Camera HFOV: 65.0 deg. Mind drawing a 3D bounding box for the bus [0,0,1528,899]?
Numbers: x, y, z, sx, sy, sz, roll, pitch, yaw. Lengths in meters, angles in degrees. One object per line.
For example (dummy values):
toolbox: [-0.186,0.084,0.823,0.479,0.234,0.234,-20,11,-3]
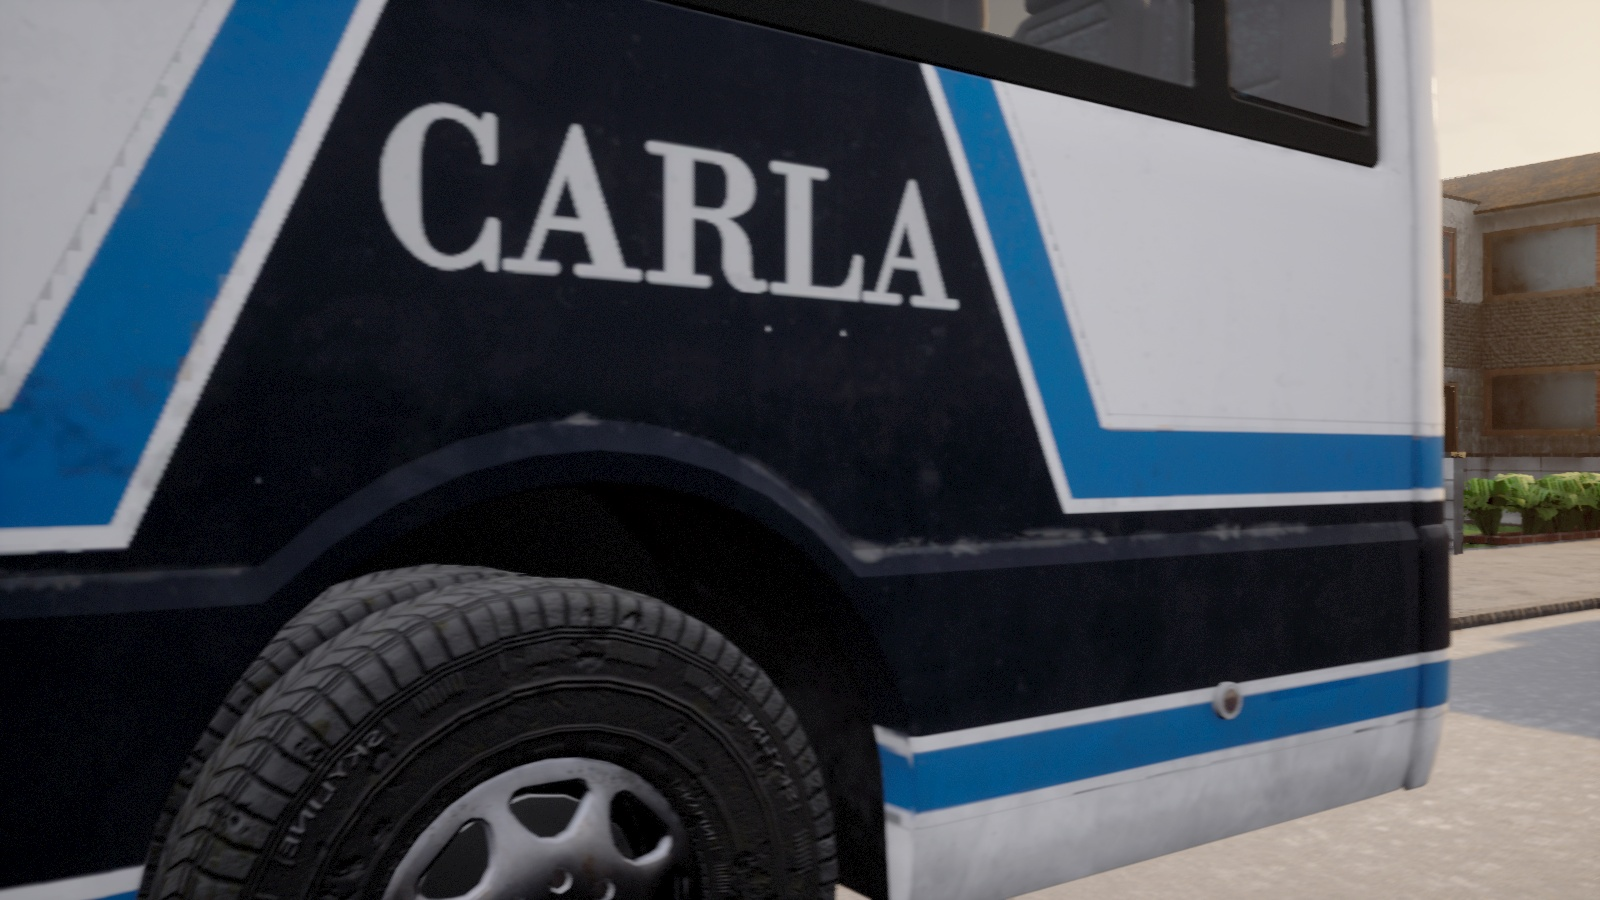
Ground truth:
bus: [-3.536,-0.620,1.812,10.273,4.253,3.944,0,0,-35]
